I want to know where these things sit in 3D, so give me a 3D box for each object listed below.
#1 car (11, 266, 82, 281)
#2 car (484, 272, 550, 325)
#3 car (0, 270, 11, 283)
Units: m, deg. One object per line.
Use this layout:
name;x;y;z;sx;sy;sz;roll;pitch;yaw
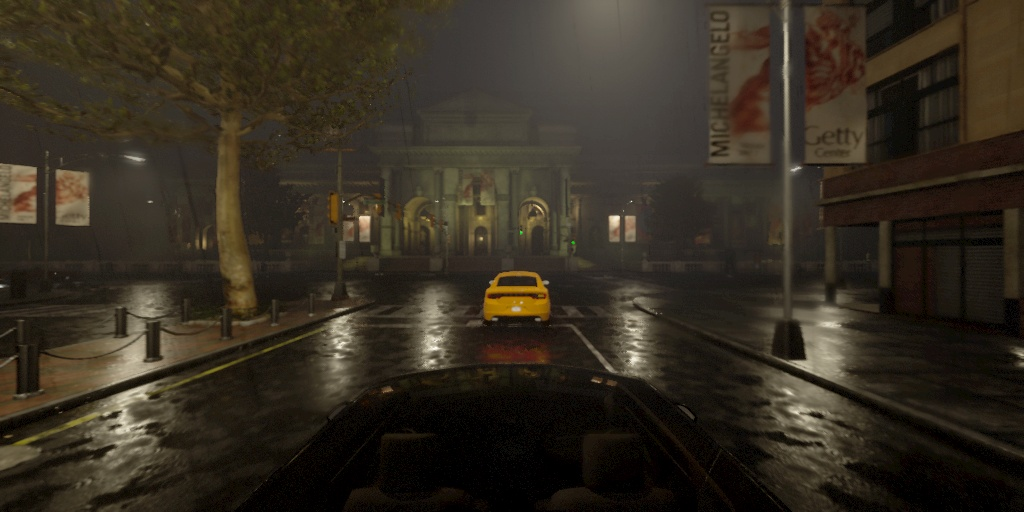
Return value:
car;-37.670;1.440;28.621;4.718;1.301;1.895;0;0;0
car;0.233;1.262;11.989;1.882;1.535;5.008;0;0;3
car;-38.752;1.391;25.115;4.181;1.385;1.994;0;0;0
